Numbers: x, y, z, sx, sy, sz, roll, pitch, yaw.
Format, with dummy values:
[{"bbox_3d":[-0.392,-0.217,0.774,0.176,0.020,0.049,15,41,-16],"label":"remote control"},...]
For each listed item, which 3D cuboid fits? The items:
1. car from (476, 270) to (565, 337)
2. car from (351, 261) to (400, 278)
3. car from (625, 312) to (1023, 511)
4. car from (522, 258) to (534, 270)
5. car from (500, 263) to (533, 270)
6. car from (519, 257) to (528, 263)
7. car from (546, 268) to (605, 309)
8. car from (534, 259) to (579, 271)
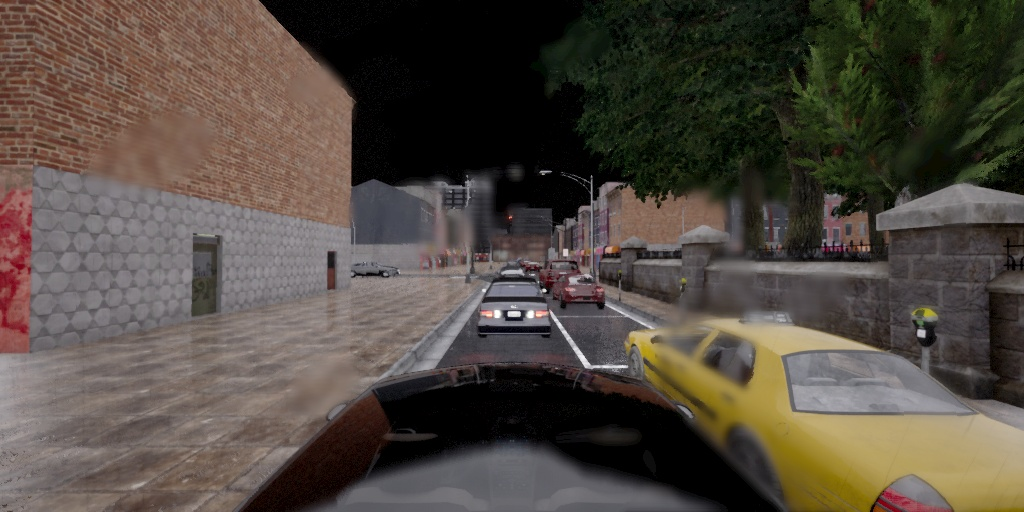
[{"bbox_3d":[0.063,1.300,10.241,2.033,1.411,5.357,0,0,0],"label":"car"},{"bbox_3d":[-12.411,1.234,31.733,4.902,1.511,2.128,0,-1,0],"label":"car"},{"bbox_3d":[2.639,1.276,3.995,1.751,1.417,4.829,0,0,0],"label":"car"},{"bbox_3d":[2.613,1.356,46.601,1.888,1.381,4.507,0,0,0],"label":"car"},{"bbox_3d":[0.015,1.287,19.953,1.812,1.442,4.674,0,0,1],"label":"car"},{"bbox_3d":[2.603,1.403,62.913,1.888,1.381,4.507,0,0,0],"label":"car"},{"bbox_3d":[2.633,1.338,14.723,1.802,1.307,4.207,0,0,0],"label":"car"},{"bbox_3d":[2.629,1.076,20.172,2.192,1.841,5.009,0,0,0],"label":"car"}]
